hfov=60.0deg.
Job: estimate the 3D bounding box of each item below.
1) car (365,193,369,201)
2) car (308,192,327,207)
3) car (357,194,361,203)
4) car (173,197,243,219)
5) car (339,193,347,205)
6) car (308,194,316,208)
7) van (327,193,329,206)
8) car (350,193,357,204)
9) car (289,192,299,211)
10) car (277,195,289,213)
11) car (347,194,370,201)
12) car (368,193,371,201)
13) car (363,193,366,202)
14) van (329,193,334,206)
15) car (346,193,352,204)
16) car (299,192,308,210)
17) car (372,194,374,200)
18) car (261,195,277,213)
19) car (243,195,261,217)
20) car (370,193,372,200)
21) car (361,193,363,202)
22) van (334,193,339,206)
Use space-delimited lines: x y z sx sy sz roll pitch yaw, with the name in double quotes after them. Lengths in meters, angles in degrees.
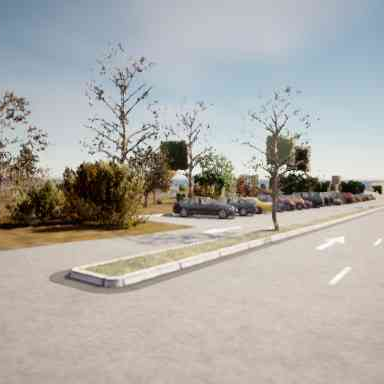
36.245 1.509 74.766 4.792 1.488 2.163 1 0 14 "car"
14.036 1.030 43.160 5.566 2.045 2.435 1 0 15 "car"
28.041 1.405 62.510 5.366 1.575 1.946 1 0 15 "car"
0.980 1.163 24.848 4.892 1.521 2.231 1 0 16 "car"
21.150 1.343 52.806 5.366 1.575 1.946 1 0 15 "car"
12.332 1.306 40.736 4.674 1.452 2.002 1 0 16 "car"
15.906 1.073 45.550 4.442 1.987 1.878 1 0 16 "van"
26.120 1.139 60.131 5.566 2.045 2.435 1 0 15 "car"
8.848 1.108 35.898 4.553 1.767 2.185 1 0 16 "car"
6.932 1.246 33.125 4.792 1.488 2.163 1 0 16 "car"
41.134 1.393 82.196 4.553 1.767 2.185 1 0 13 "car"
37.954 1.523 77.225 4.792 1.488 2.163 1 0 14 "car"
32.957 1.451 69.854 5.008 1.535 2.097 1 0 15 "car"
17.631 1.088 47.976 4.442 1.987 1.878 1 0 16 "van"
24.450 1.405 57.699 4.792 1.488 2.163 1 0 15 "car"
10.636 1.125 38.296 4.553 1.767 2.185 1 0 16 "car"
42.578 1.526 84.716 5.366 1.575 1.946 1 0 13 "car"
4.752 1.193 30.411 5.366 1.575 1.946 1 0 16 "car"
2.964 1.182 27.603 4.892 1.521 2.231 1 0 16 "car"
39.555 1.506 79.697 5.008 1.535 2.097 1 0 13 "car"
31.296 1.311 67.409 4.553 1.767 2.185 1 0 15 "car"
19.358 1.104 50.402 4.442 1.987 1.878 1 0 15 "van"
